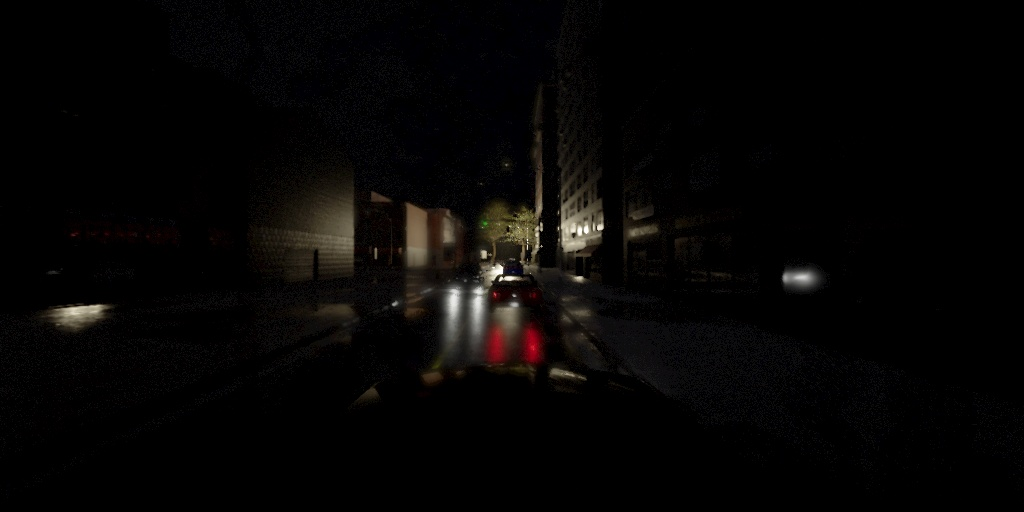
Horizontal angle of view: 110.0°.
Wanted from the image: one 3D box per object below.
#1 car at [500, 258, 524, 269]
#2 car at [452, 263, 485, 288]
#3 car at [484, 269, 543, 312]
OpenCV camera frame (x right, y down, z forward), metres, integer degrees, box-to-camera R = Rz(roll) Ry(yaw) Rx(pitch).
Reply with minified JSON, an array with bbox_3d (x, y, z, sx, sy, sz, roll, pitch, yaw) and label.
[{"bbox_3d":[0.109,1.231,32.986,1.882,1.535,5.008,0,0,0],"label":"car"},{"bbox_3d":[-2.835,1.252,24.132,1.837,1.490,4.892,0,0,0],"label":"car"},{"bbox_3d":[0.102,1.347,14.184,1.895,1.301,4.718,0,0,0],"label":"car"}]
